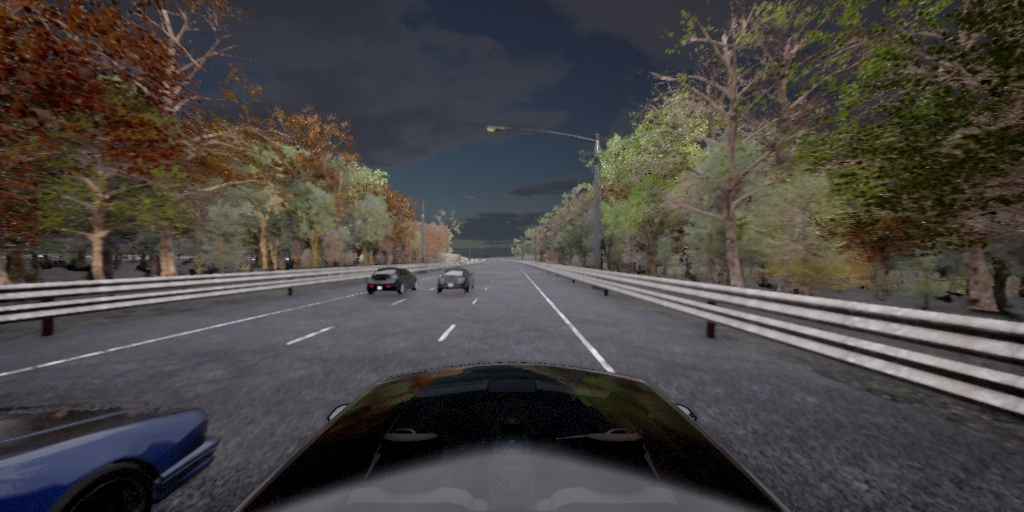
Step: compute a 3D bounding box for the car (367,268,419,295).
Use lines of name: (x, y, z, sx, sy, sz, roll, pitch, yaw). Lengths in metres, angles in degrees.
car: (-6.892, 1.428, 21.097, 1.837, 1.490, 4.892, 0, -1, 0)

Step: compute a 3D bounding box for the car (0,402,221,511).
car: (-3.400, 1.287, 0.538, 2.033, 1.411, 5.357, 0, -1, 0)

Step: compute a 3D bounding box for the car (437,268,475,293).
car: (-3.392, 1.458, 22.132, 1.812, 1.442, 4.674, 0, -1, 0)
